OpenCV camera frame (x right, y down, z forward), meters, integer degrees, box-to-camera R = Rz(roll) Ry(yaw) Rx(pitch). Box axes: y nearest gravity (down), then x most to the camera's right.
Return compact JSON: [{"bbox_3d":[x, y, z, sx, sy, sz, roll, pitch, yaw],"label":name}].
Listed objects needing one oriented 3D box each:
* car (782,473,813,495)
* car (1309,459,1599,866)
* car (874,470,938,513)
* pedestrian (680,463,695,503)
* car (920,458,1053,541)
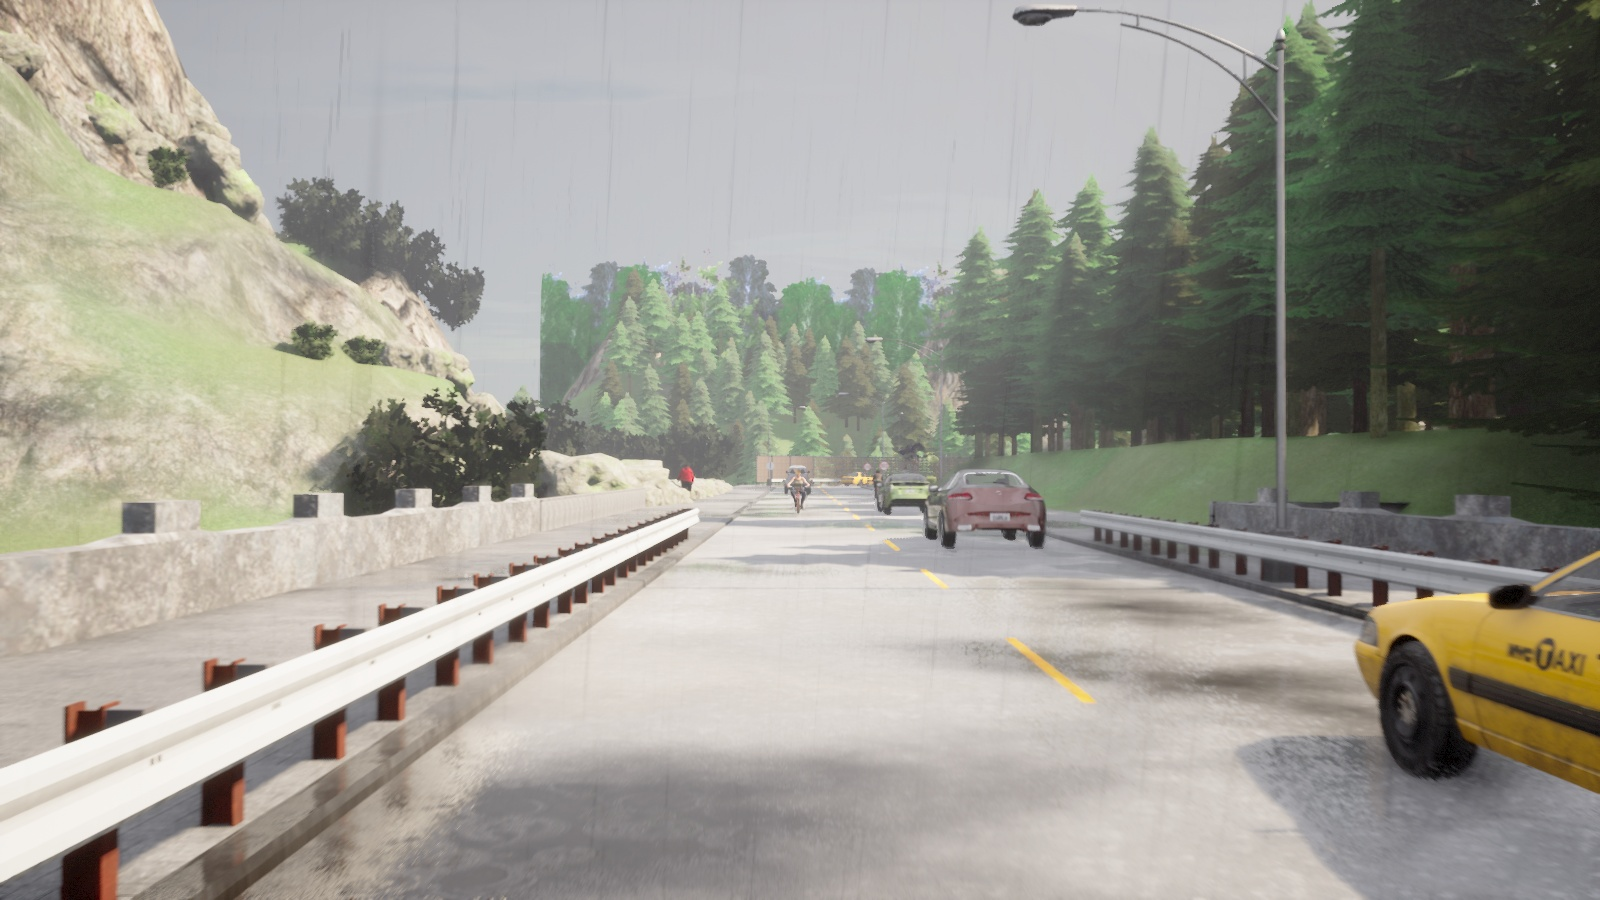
[{"bbox_3d":[-0.142,2.290,85.331,2.033,1.411,5.357,0,-1,0],"label":"car"},{"bbox_3d":[3.993,0.821,4.916,1.801,1.575,5.366,0,-1,0],"label":"car"},{"bbox_3d":[3.925,1.532,47.037,2.007,1.525,4.514,0,-1,0],"label":"car"},{"bbox_3d":[-5.276,1.532,58.971,0.634,1.844,0.899,0,-1,-1],"label":"pedestrian"},{"bbox_3d":[3.956,1.038,27.572,2.152,1.651,5.027,0,-1,0],"label":"car"}]
